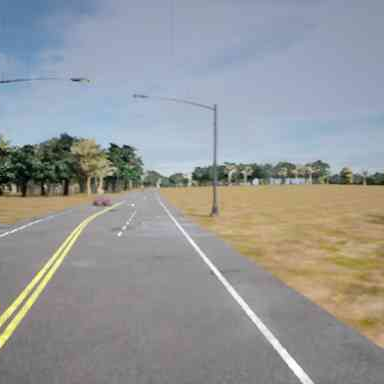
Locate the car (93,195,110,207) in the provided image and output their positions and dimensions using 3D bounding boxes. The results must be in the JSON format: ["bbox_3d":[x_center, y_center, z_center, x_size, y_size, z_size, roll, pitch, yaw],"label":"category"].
[{"bbox_3d":[-12.871,1.239,47.532,1.882,1.535,5.008,0,0,-7],"label":"car"}]
